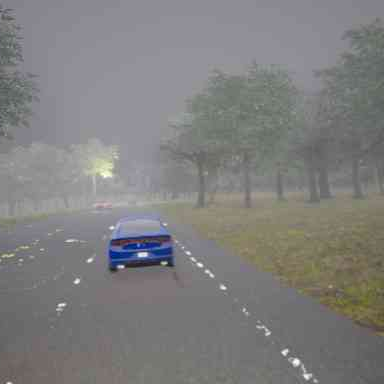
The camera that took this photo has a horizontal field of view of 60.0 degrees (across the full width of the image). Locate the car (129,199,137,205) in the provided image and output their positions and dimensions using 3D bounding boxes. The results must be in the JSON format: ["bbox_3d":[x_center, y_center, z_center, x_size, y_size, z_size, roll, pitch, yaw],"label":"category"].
[{"bbox_3d":[-14.290,2.393,80.045,2.033,1.411,5.357,-3,0,-10],"label":"car"}]

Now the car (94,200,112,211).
[{"bbox_3d":[-14.224,2.064,53.257,2.097,1.767,4.553,-3,0,-3],"label":"car"}]

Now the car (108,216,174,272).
[{"bbox_3d":[-1.781,1.558,11.380,1.882,1.535,5.008,-3,0,-10],"label":"car"}]
